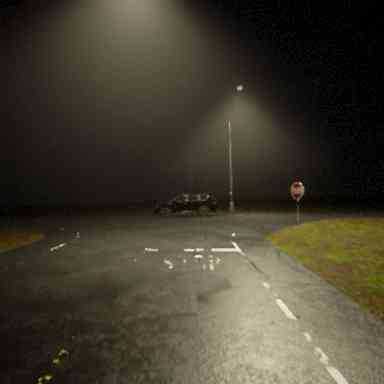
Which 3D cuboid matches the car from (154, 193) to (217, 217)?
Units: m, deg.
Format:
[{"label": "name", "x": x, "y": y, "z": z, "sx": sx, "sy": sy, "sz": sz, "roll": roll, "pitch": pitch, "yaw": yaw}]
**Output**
[{"label": "car", "x": -0.553, "y": 1.163, "z": 29.388, "sx": 5.566, "sy": 2.045, "sz": 2.150, "roll": -2, "pitch": 0, "yaw": -1}]
